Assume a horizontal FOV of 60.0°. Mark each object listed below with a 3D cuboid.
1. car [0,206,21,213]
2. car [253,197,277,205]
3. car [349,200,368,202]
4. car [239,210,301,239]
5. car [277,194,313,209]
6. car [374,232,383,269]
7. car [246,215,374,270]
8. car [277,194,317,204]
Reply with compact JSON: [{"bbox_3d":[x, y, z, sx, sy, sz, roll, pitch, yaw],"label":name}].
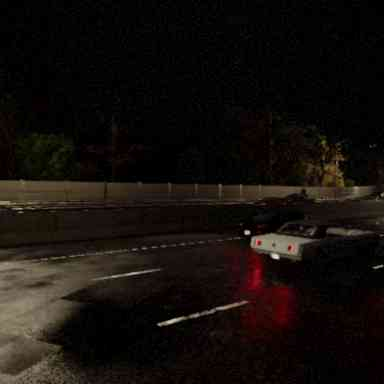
[{"bbox_3d":[-12.640,1.564,20.768,4.181,1.385,1.994,0,0,-35],"label":"car"},{"bbox_3d":[9.479,1.408,40.821,4.553,1.767,2.097,0,0,-35],"label":"car"},{"bbox_3d":[19.558,1.625,39.412,5.357,1.411,2.033,0,0,-35],"label":"car"},{"bbox_3d":[4.207,1.540,15.347,4.674,1.442,1.812,0,0,-35],"label":"car"},{"bbox_3d":[15.262,1.304,49.214,5.566,2.045,2.150,0,0,-35],"label":"car"},{"bbox_3d":[7.075,1.364,8.791,4.553,1.767,2.097,0,0,-35],"label":"car"},{"bbox_3d":[4.268,1.612,11.087,4.718,1.301,1.895,0,0,-36],"label":"car"},{"bbox_3d":[12.549,1.412,38.697,4.553,1.767,2.097,0,0,-35],"label":"car"}]
